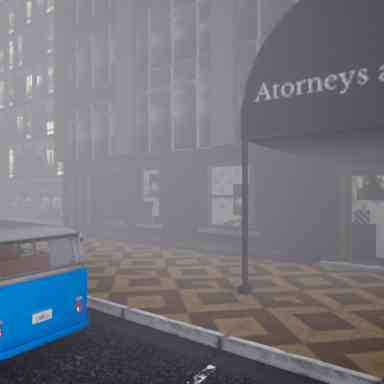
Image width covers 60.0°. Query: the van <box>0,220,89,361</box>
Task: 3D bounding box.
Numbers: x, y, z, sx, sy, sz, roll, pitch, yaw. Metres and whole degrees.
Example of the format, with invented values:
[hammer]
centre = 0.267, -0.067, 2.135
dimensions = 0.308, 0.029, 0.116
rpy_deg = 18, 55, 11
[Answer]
[van]
centre = -3.405, 1.341, 5.287
dimensions = 3.998, 1.788, 1.690
rpy_deg = 0, 0, 35
